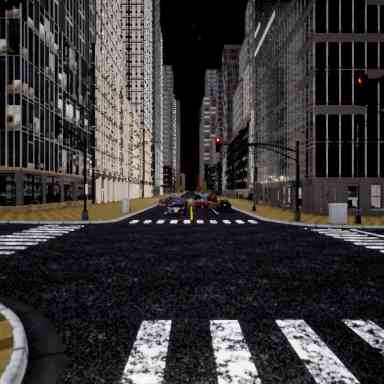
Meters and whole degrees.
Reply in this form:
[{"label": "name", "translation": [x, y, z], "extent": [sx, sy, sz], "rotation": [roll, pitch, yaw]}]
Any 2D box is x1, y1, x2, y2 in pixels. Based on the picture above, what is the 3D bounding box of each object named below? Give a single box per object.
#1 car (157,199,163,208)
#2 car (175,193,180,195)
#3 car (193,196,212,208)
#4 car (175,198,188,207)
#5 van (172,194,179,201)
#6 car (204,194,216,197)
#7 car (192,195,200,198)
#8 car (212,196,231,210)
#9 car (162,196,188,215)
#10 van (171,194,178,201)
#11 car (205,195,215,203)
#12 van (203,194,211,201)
[{"label": "car", "translation": [-4.048, 1.592, 47.321], "extent": [1.802, 1.307, 4.206], "rotation": [0, 0, 0]}, {"label": "car", "translation": [-4.177, 1.426, 74.960], "extent": [1.967, 1.590, 4.097], "rotation": [0, 0, 0]}, {"label": "car", "translation": [1.350, 1.612, 46.863], "extent": [1.895, 1.301, 4.718], "rotation": [0, 0, 0]}, {"label": "car", "translation": [-1.601, 1.608, 53.365], "extent": [1.895, 1.301, 4.718], "rotation": [0, 0, 0]}, {"label": "van", "translation": [-4.229, 1.315, 86.014], "extent": [1.690, 1.788, 3.998], "rotation": [0, 0, 0]}, {"label": "car", "translation": [3.755, 1.313, 63.940], "extent": [2.192, 1.841, 5.009], "rotation": [0, 0, 0]}, {"label": "car", "translation": [1.158, 1.488, 73.285], "extent": [1.837, 1.490, 4.892], "rotation": [0, 0, 0]}, {"label": "car", "translation": [3.907, 1.579, 41.832], "extent": [1.947, 1.339, 4.313], "rotation": [0, 0, 0]}, {"label": "car", "translation": [-1.527, 1.508, 33.766], "extent": [2.128, 1.511, 4.902], "rotation": [0, 0, -1]}, {"label": "van", "translation": [-4.203, 1.321, 80.487], "extent": [1.690, 1.788, 3.998], "rotation": [0, 0, 0]}, {"label": "car", "translation": [3.729, 1.432, 69.469], "extent": [1.967, 1.590, 4.097], "rotation": [0, 0, 0]}, {"label": "van", "translation": [3.677, 1.321, 80.524], "extent": [1.690, 1.788, 3.998], "rotation": [0, 0, 0]}]
